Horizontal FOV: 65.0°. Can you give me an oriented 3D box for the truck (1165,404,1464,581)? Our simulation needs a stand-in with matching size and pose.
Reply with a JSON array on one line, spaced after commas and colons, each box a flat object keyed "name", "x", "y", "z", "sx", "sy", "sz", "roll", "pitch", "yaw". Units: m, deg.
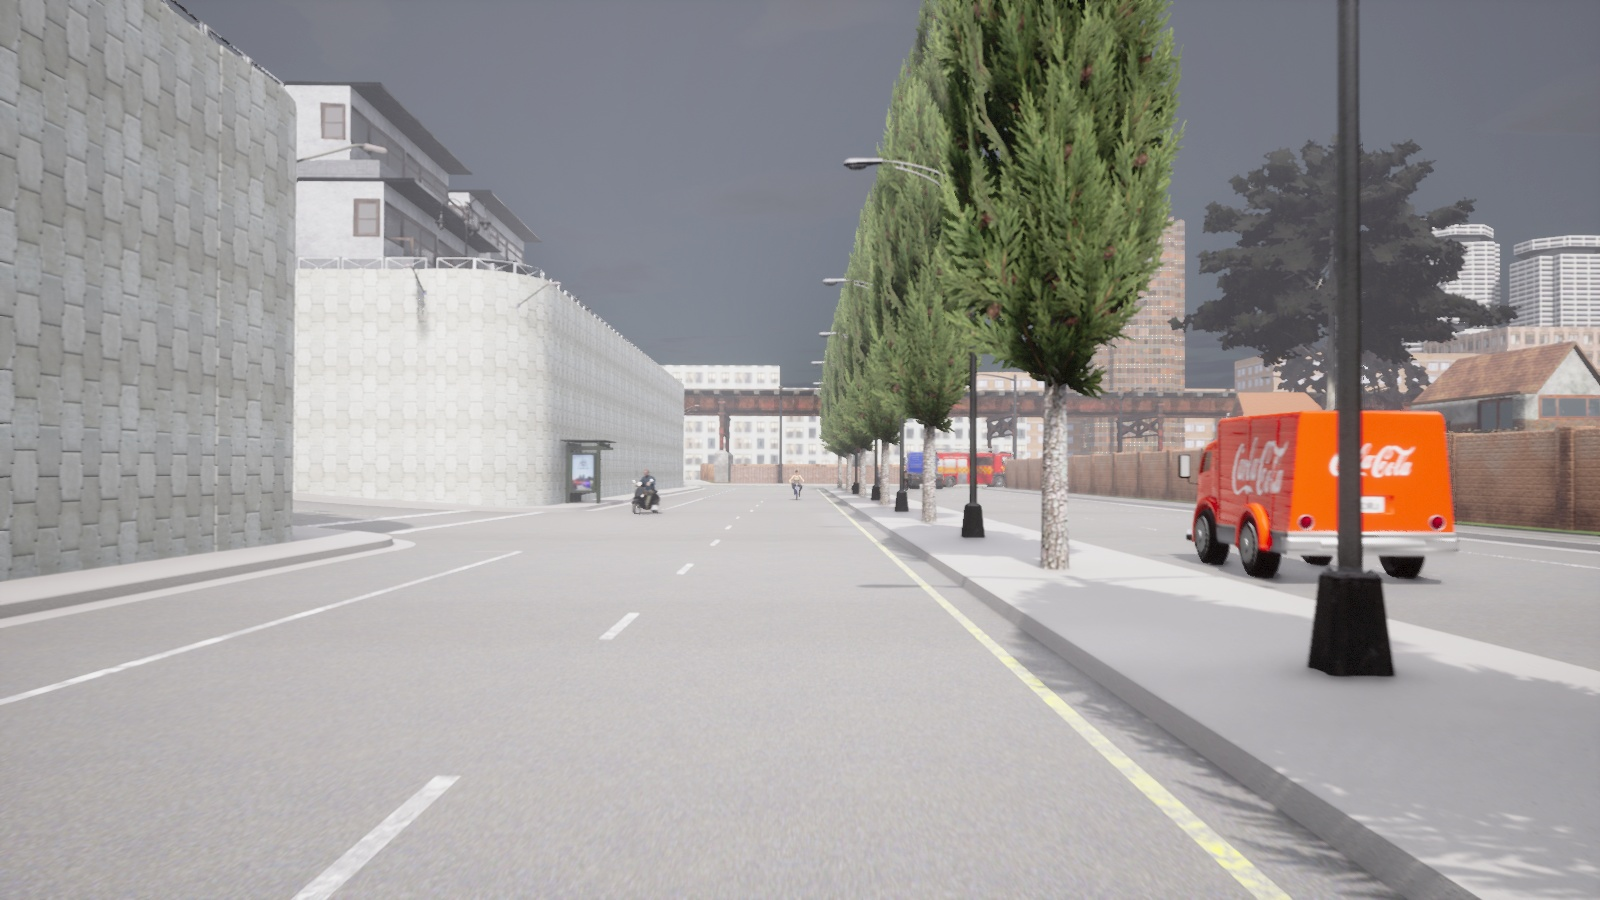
[{"name": "truck", "x": 7.949, "y": 0.634, "z": 20.163, "sx": 2.627, "sy": 2.467, "sz": 5.204, "roll": 0, "pitch": -1, "yaw": 0}]

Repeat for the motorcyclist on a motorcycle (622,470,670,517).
[{"name": "motorcyclist on a motorcycle", "x": -5.409, "y": 1.509, "z": 44.124, "sx": 0.866, "sy": 1.590, "sz": 1.817, "roll": -2, "pitch": -1, "yaw": 23}]
